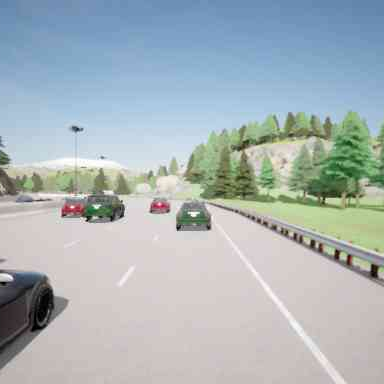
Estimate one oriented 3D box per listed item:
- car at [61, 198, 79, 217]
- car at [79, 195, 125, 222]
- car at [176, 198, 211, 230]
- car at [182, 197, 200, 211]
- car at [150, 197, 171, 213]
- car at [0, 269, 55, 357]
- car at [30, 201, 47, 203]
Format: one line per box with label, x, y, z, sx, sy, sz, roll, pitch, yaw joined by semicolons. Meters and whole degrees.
car;-10.415;1.348;31.030;2.097;1.767;4.553;0;0;0
car;-6.901;1.218;26.753;2.150;2.045;5.566;0;0;0
car;0.099;1.350;21.285;2.097;1.767;4.553;0;0;0
car;-0.182;1.487;42.019;2.128;1.511;4.902;0;0;-3
car;-3.521;1.348;37.481;2.097;1.767;4.553;0;0;-1
car;-3.401;1.563;4.189;1.994;1.385;4.181;0;0;0
car;-26.334;1.593;58.896;1.895;1.301;4.718;0;0;-7
